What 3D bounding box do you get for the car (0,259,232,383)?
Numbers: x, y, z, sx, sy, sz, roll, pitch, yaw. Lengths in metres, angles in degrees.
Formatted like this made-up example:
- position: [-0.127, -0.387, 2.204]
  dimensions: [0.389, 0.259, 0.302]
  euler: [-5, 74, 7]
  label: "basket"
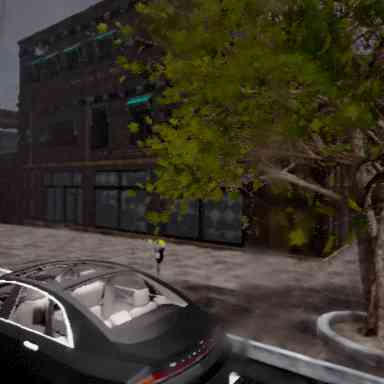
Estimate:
- position: [-1.654, 1.532, 4.057]
  dimensions: [4.403, 1.369, 2.008]
  euler: [0, 1, 36]
  label: "car"
